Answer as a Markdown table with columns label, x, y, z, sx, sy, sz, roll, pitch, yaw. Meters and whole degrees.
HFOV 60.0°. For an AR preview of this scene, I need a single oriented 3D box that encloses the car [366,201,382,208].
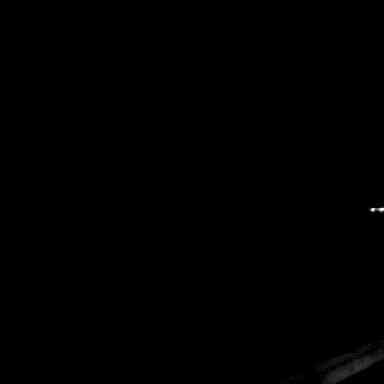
| label | x | y | z | sx | sy | sz | roll | pitch | yaw |
| --- | --- | --- | --- | --- | --- | --- | --- | --- | --- |
| car | 35.353 | 2.429 | 64.727 | 1.895 | 1.301 | 4.718 | -1 | -1 | 15 |
